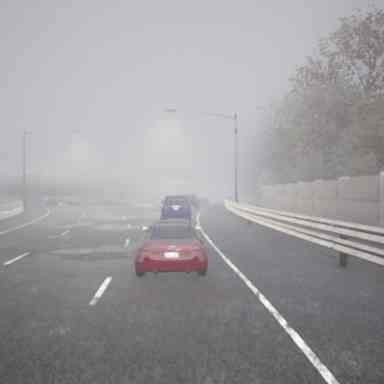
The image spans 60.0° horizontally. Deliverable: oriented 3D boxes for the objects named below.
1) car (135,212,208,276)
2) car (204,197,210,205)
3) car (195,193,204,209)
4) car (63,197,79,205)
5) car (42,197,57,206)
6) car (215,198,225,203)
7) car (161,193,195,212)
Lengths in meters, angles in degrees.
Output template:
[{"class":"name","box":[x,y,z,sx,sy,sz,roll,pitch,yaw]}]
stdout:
[{"class":"car","box":[-0.634,1.563,10.435,1.994,1.385,4.181,0,0,-3]},{"class":"car","box":[2.011,1.526,59.477,2.033,1.411,5.357,0,0,11]},{"class":"car","box":[-0.054,1.209,45.951,2.150,2.045,5.566,0,0,6]},{"class":"car","box":[-21.568,1.617,59.215,1.994,1.385,4.181,0,0,-33]},{"class":"car","box":[-24.623,1.568,57.546,1.837,1.490,4.892,0,0,-33]},{"class":"car","box":[7.065,2.245,85.998,1.895,1.301,4.718,0,-3,12]},{"class":"car","box":[-1.092,1.218,25.024,2.150,2.045,5.566,0,0,0]}]
